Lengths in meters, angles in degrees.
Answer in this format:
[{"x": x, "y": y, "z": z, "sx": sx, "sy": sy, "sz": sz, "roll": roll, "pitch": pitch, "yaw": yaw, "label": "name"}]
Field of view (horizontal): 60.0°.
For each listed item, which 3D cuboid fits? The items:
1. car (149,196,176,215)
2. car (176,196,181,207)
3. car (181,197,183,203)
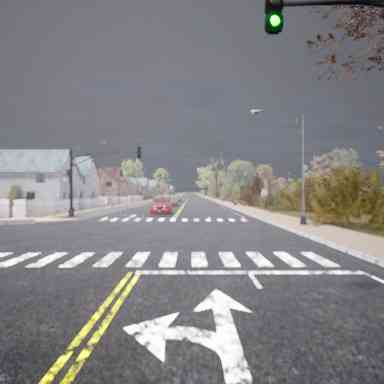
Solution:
[{"x": -3.247, "y": 1.493, "z": 36.000, "sx": 2.150, "sy": 2.045, "sz": 5.566, "roll": 0, "pitch": 1, "yaw": 0, "label": "car"}, {"x": -3.244, "y": 1.764, "z": 55.724, "sx": 1.882, "sy": 1.535, "sz": 5.008, "roll": 0, "pitch": 1, "yaw": 0, "label": "car"}, {"x": -3.243, "y": 1.801, "z": 78.951, "sx": 1.882, "sy": 1.535, "sz": 5.008, "roll": 0, "pitch": 0, "yaw": 0, "label": "car"}]
